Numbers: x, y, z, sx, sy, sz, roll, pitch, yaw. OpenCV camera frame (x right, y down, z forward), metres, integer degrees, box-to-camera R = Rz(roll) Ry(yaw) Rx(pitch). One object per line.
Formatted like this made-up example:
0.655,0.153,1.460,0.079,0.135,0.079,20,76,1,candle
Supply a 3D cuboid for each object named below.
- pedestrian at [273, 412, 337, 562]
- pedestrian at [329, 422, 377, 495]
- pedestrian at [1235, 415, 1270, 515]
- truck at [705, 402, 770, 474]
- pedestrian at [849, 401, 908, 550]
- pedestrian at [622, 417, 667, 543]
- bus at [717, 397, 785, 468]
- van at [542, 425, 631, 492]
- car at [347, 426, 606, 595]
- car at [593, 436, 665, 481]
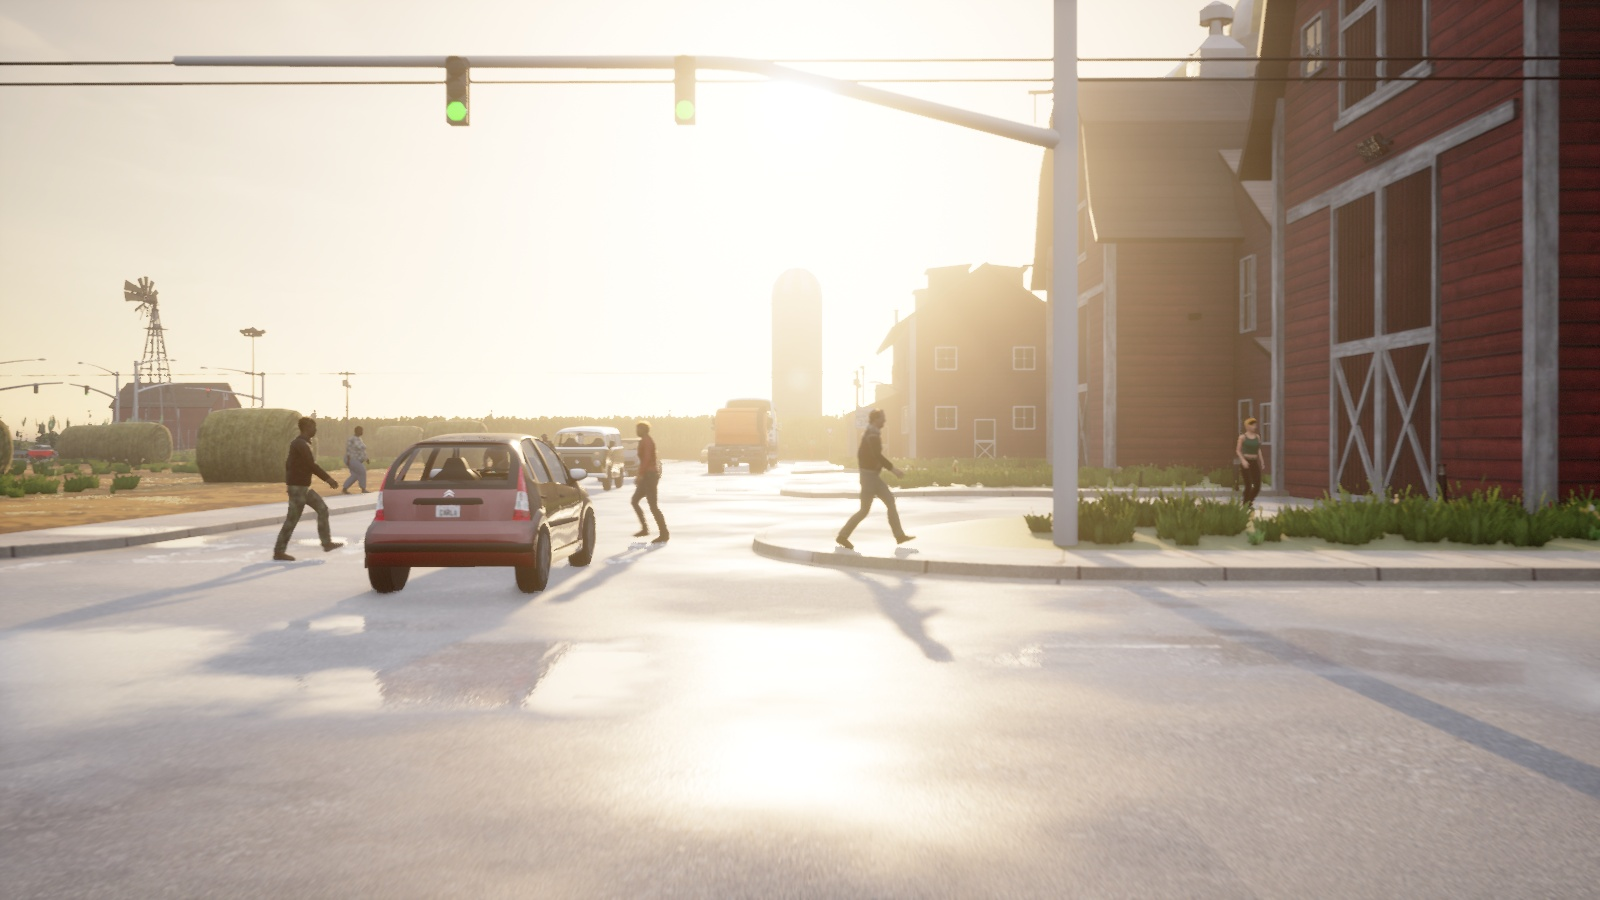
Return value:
-6.232,0.454,15.809,0.703,1.840,0.431,0,0,-28,pedestrian
-11.588,0.214,32.599,0.900,1.855,0.874,0,0,4,pedestrian
8.474,0.272,23.509,0.345,1.836,0.594,0,0,-13,pedestrian
-3.136,-0.606,64.825,2.891,3.462,7.936,0,0,0,truck
0.993,0.317,15.797,0.720,1.854,0.376,0,0,6,pedestrian
-2.290,0.442,18.521,0.636,1.846,0.331,0,0,-3,pedestrian
-3.047,-1.094,81.349,3.944,4.253,10.273,0,0,0,bus
-6.770,0.236,40.274,2.069,2.038,4.480,0,0,0,van
-3.410,0.567,14.049,1.851,1.617,3.988,0,0,0,car
-6.724,0.291,49.863,2.242,1.667,4.611,0,1,0,car
